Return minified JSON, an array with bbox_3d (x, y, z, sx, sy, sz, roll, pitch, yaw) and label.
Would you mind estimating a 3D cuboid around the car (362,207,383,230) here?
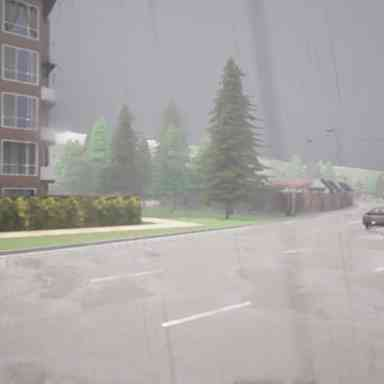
[{"bbox_3d":[13.027,1.702,21.637,4.902,1.511,2.128,1,0,-35],"label":"car"}]
